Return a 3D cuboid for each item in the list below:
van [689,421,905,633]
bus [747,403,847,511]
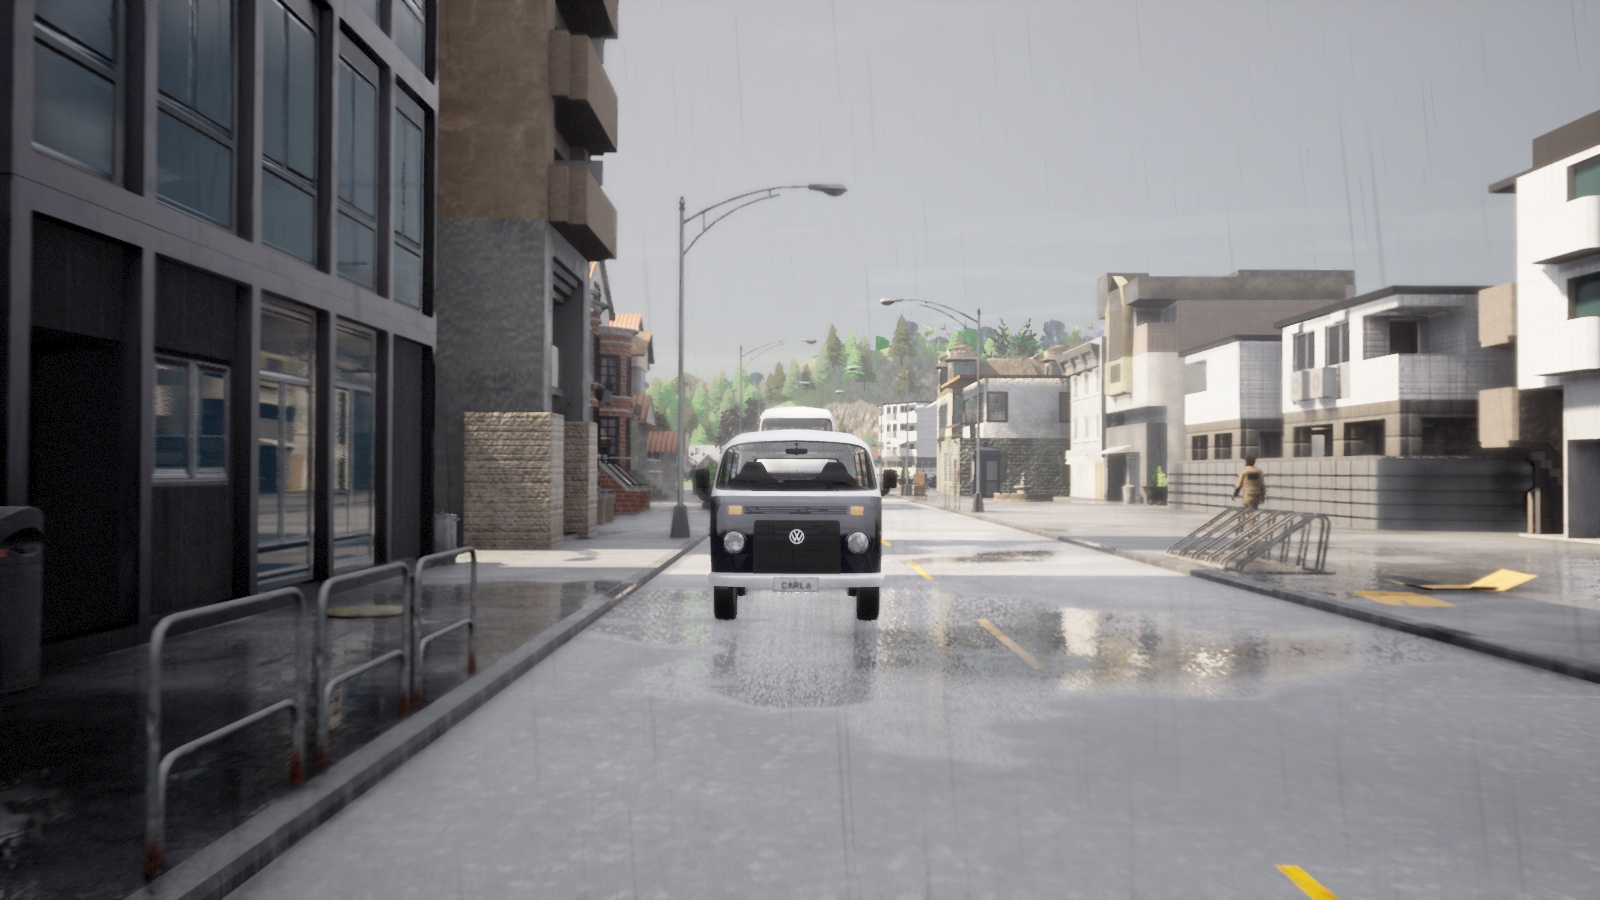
[{"bbox_3d":[-0.037,0.779,14.354,2.069,2.038,4.480,0,-1,0],"label":"van"},{"bbox_3d":[-0.140,0.354,54.664,3.944,4.253,10.273,0,-1,0],"label":"bus"}]
